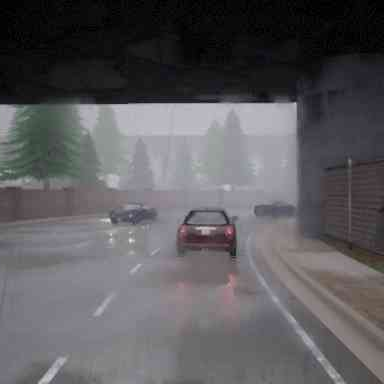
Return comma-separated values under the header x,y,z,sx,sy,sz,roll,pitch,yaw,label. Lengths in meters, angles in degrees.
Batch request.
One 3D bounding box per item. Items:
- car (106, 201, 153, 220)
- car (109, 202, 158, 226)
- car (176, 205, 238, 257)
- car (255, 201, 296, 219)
x,y,z,sx,sy,sz,roll,pitch,yaw,label
-5.481,1.593,29.633,1.994,1.385,4.181,0,0,27,car
-4.032,1.549,24.100,1.812,1.442,4.674,0,0,20,car
0.731,1.365,13.244,2.097,1.767,4.553,0,0,7,car
7.558,1.506,29.492,5.008,1.535,1.882,0,-1,-44,car
